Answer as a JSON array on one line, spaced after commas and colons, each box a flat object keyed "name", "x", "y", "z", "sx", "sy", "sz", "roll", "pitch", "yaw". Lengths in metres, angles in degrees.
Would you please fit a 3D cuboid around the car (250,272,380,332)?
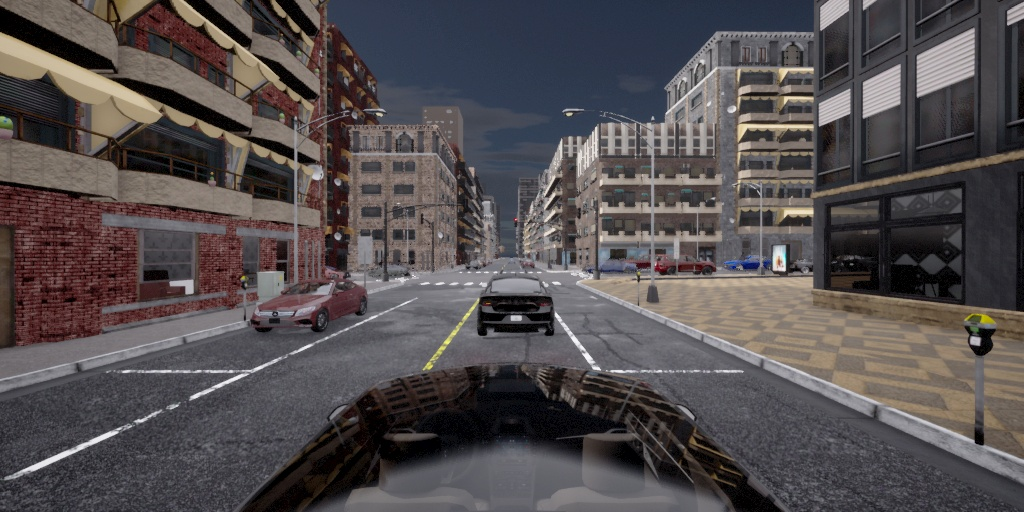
[{"name": "car", "x": -5.744, "y": 1.332, "z": 10.763, "sx": 1.802, "sy": 1.307, "sz": 4.207, "roll": 0, "pitch": 0, "yaw": 0}]

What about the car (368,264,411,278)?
[{"name": "car", "x": -12.444, "y": 1.517, "z": 36.294, "sx": 4.181, "sy": 1.385, "sz": 1.994, "roll": -1, "pitch": 0, "yaw": -1}]

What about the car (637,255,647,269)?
[{"name": "car", "x": 14.562, "y": 0.764, "z": 39.129, "sx": 5.009, "sy": 1.841, "sz": 2.192, "roll": 0, "pitch": 0, "yaw": -1}]

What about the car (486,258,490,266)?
[{"name": "car", "x": -5.712, "y": 1.086, "z": 64.151, "sx": 2.192, "sy": 1.841, "sz": 5.009, "roll": 0, "pitch": 0, "yaw": 0}]

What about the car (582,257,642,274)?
[{"name": "car", "x": 9.851, "y": 1.090, "z": 36.283, "sx": 5.357, "sy": 1.411, "sz": 2.033, "roll": -1, "pitch": 0, "yaw": -4}]

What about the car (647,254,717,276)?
[{"name": "car", "x": 14.700, "y": 0.778, "z": 30.750, "sx": 5.009, "sy": 1.841, "sz": 2.192, "roll": 0, "pitch": 0, "yaw": -1}]

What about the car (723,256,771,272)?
[{"name": "car", "x": 24.287, "y": 0.750, "z": 36.627, "sx": 5.008, "sy": 1.535, "sz": 1.882, "roll": -1, "pitch": 0, "yaw": -1}]

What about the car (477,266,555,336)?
[{"name": "car", "x": 0.096, "y": 1.227, "z": 10.424, "sx": 1.882, "sy": 1.535, "sz": 5.008, "roll": 0, "pitch": 0, "yaw": 0}]

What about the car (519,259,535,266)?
[{"name": "car", "x": 2.670, "y": 1.207, "z": 58.474, "sx": 1.967, "sy": 1.591, "sz": 4.097, "roll": 0, "pitch": 0, "yaw": 0}]

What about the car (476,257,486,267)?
[{"name": "car", "x": -5.710, "y": 1.293, "z": 58.299, "sx": 1.751, "sy": 1.417, "sz": 4.829, "roll": 0, "pitch": 0, "yaw": 0}]

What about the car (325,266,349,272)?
[{"name": "car", "x": -17.187, "y": 1.610, "z": 33.046, "sx": 4.181, "sy": 1.385, "sz": 1.994, "roll": -1, "pitch": 0, "yaw": -1}]

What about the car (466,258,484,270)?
[{"name": "car", "x": -5.708, "y": 1.330, "z": 52.786, "sx": 1.948, "sy": 1.339, "sz": 4.313, "roll": 0, "pitch": 0, "yaw": 0}]

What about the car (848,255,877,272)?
[{"name": "car", "x": 31.340, "y": 0.717, "z": 30.901, "sx": 4.313, "sy": 1.339, "sz": 1.948, "roll": 0, "pitch": 0, "yaw": -1}]

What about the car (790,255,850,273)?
[{"name": "car", "x": 25.793, "y": 0.822, "z": 30.850, "sx": 4.313, "sy": 1.339, "sz": 1.948, "roll": 0, "pitch": 0, "yaw": -1}]
